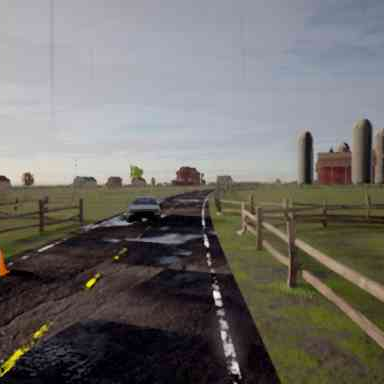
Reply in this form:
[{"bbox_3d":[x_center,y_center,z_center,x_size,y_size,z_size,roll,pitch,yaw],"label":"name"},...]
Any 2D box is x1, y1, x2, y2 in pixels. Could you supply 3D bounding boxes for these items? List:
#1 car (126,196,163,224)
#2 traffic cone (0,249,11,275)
[{"bbox_3d":[-2.807,0.960,19.782,2.033,1.411,5.357,0,2,-8],"label":"car"},{"bbox_3d":[-4.724,1.711,8.192,0.340,0.580,0.340,0,2,0],"label":"traffic cone"}]
